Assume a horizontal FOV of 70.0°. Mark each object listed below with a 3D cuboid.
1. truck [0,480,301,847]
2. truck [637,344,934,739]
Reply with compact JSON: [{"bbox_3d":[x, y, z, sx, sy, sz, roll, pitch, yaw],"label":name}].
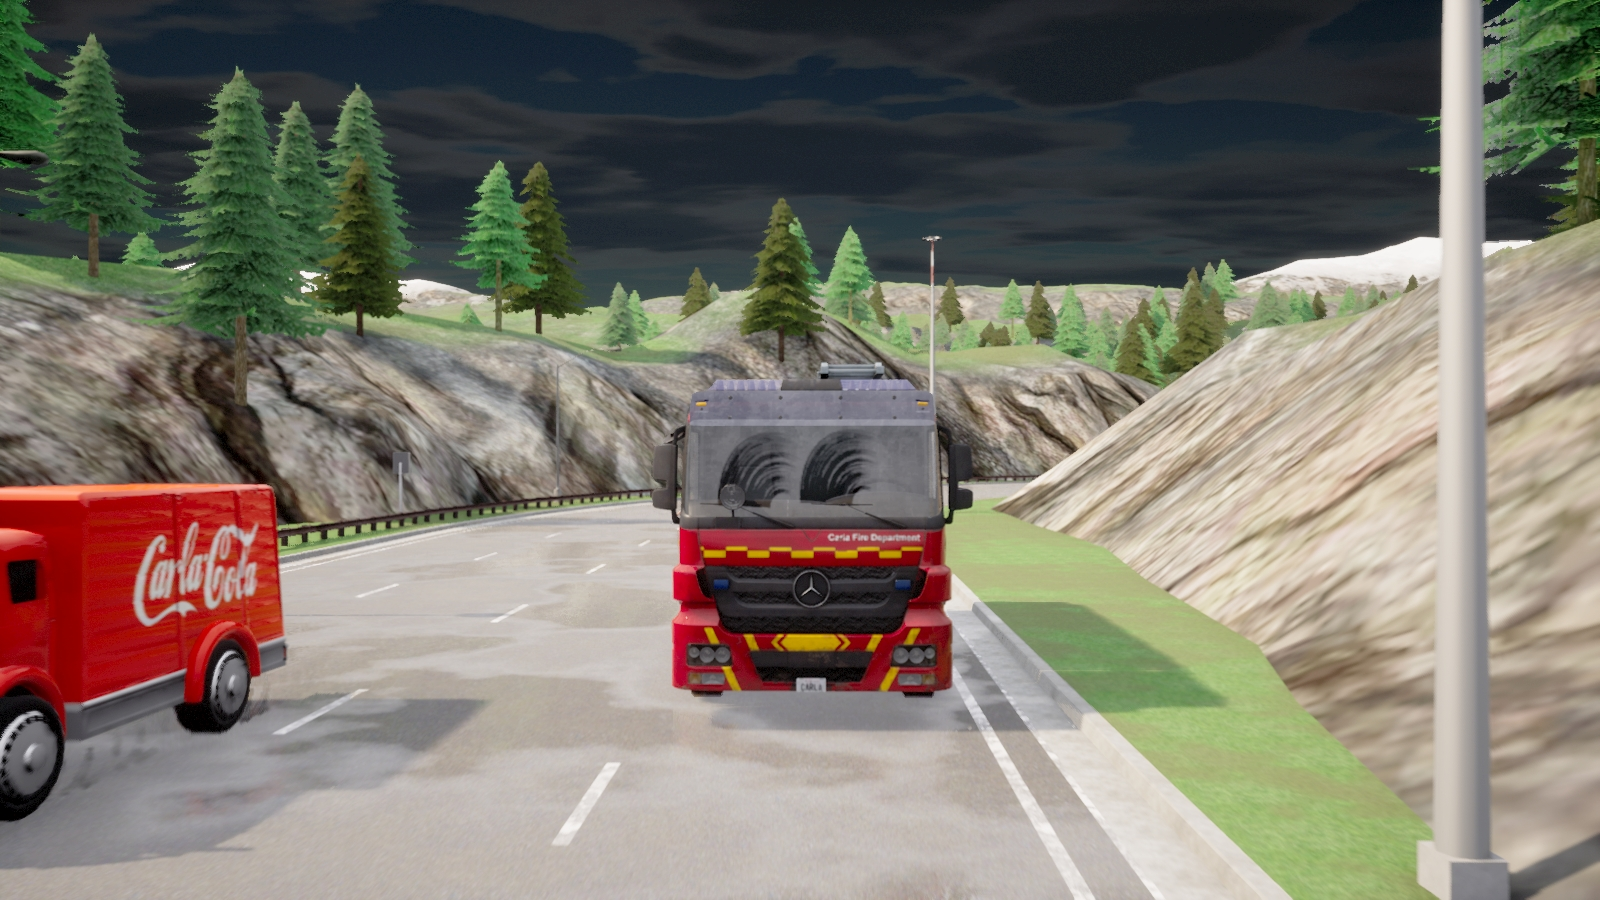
[{"bbox_3d":[-6.909,1.567,10.156,2.627,2.467,5.204,0,0,1],"label":"truck"},{"bbox_3d":[-0.051,0.885,15.336,2.891,3.827,8.468,0,0,1],"label":"truck"}]
